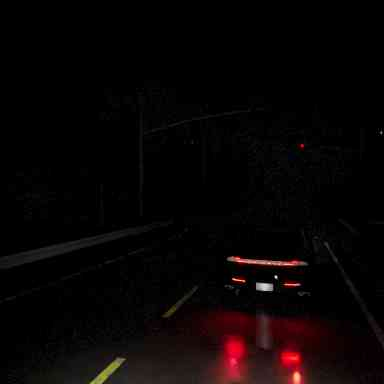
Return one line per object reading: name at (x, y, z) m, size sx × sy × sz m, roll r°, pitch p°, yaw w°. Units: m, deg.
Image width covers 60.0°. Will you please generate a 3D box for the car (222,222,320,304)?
car at (2.070, 1.491, 8.270) m, size 2.128 × 1.511 × 4.902 m, roll 0°, pitch 0°, yaw 18°
